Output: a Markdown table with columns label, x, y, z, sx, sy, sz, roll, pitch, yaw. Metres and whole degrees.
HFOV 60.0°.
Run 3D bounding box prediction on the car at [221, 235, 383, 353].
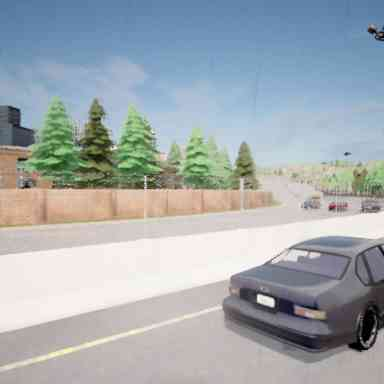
| label | x | y | z | sx | sy | sz | roll | pitch | yaw |
| --- | --- | --- | --- | --- | --- | --- | --- | --- | --- |
| car | 2.957 | 1.554 | 6.229 | 5.357 | 1.411 | 2.033 | 0 | 0 | -40 |
